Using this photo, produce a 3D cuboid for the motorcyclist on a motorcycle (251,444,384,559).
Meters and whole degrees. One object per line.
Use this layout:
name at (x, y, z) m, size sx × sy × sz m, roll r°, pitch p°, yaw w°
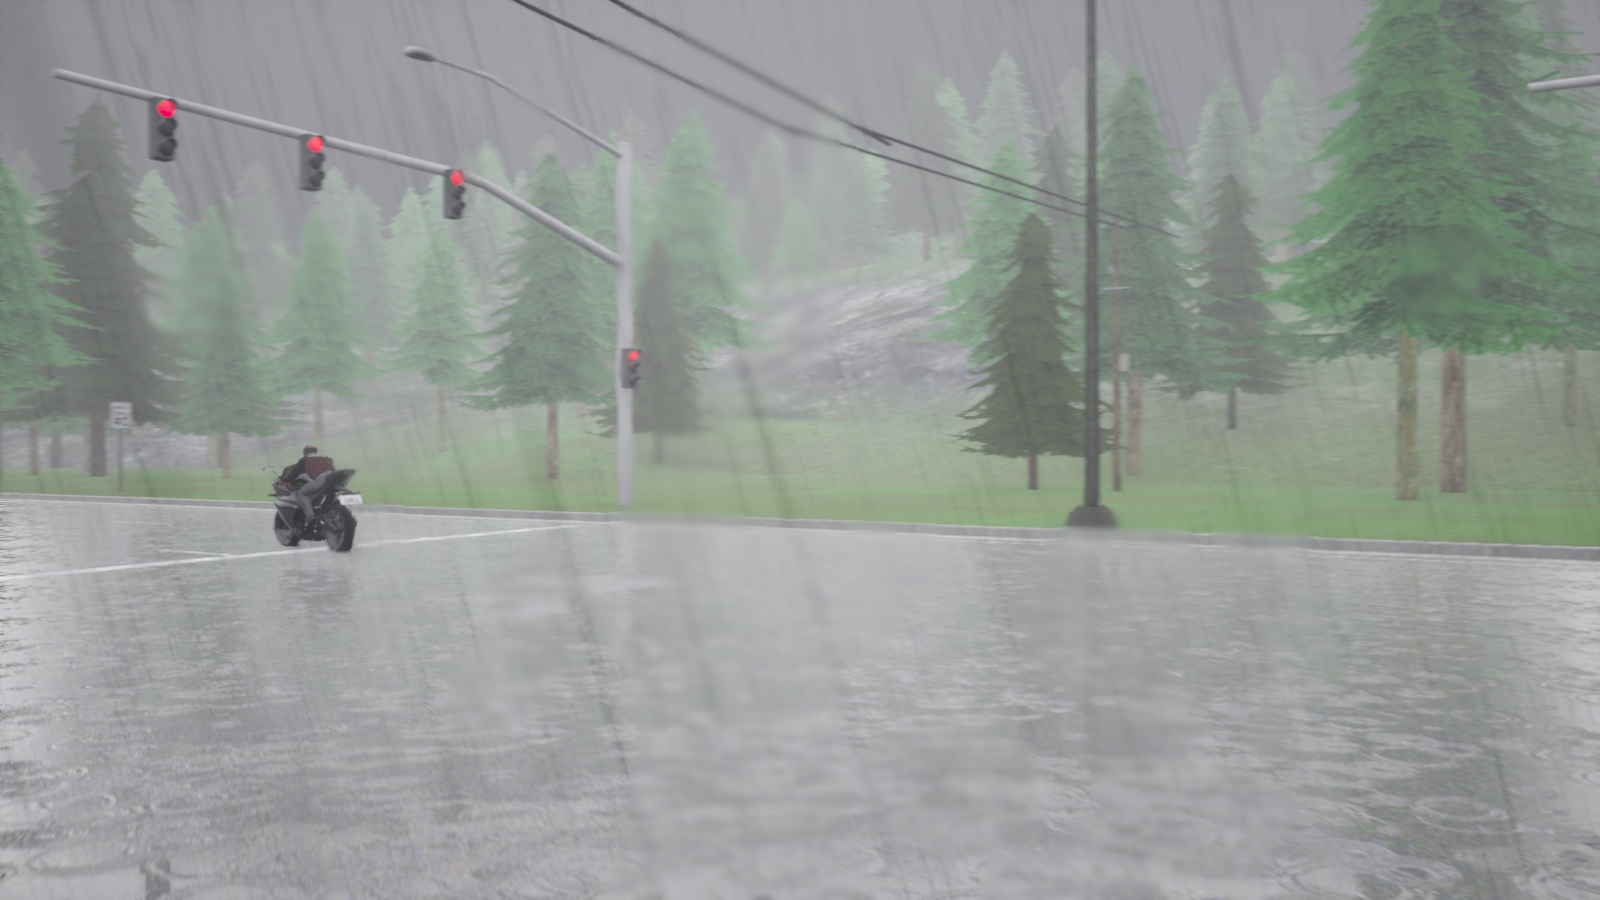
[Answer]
motorcyclist on a motorcycle at (-6.912, 0.692, 17.920) m, size 2.191 × 1.530 × 0.866 m, roll 0°, pitch 1°, yaw 43°
